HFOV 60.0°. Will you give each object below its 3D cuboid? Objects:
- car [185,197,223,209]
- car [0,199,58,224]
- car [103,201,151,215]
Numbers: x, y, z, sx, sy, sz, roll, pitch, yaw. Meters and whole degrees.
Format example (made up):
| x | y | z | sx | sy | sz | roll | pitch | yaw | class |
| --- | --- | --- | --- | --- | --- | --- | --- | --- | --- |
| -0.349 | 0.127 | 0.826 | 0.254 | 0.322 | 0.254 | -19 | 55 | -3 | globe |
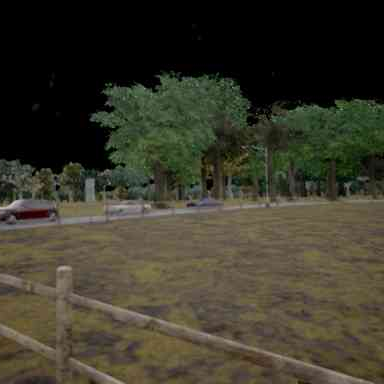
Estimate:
| x | y | z | sx | sy | sz | roll | pitch | yaw | class |
| --- | --- | --- | --- | --- | --- | --- | --- | --- | --- |
| 1.617 | 1.381 | 41.516 | 2.033 | 1.411 | 5.357 | -2 | -1 | 44 | car |
| -12.178 | 1.317 | 24.117 | 2.097 | 1.767 | 4.553 | -2 | -1 | 35 | car |
| -6.273 | 1.516 | 32.261 | 1.895 | 1.301 | 4.718 | -2 | -1 | 37 | car |
